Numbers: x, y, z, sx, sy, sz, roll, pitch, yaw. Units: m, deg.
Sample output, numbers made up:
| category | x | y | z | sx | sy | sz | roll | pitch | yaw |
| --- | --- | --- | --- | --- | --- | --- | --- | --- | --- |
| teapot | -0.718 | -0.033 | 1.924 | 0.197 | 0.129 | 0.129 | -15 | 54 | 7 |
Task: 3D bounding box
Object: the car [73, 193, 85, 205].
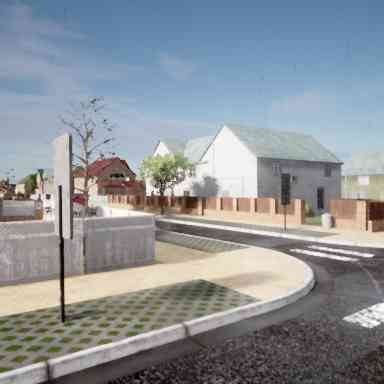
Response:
| category | x | y | z | sx | sy | sz | roll | pitch | yaw |
| --- | --- | --- | --- | --- | --- | --- | --- | --- | --- |
| car | -13.389 | 1.162 | 36.976 | 2.150 | 2.045 | 5.566 | -1 | 1 | -37 |
